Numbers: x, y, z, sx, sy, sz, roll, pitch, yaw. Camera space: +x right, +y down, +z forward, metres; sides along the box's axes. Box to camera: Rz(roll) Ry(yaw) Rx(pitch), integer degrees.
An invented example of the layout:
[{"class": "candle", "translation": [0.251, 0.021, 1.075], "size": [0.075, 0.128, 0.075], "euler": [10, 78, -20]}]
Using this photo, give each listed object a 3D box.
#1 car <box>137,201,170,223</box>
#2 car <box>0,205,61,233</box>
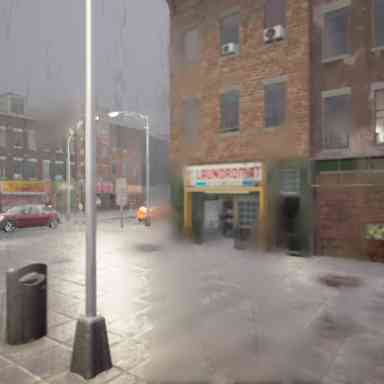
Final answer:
[{"class": "car", "translation": [-2.265, 1.482, 26.938], "size": [2.097, 1.767, 4.553], "euler": [0, 0, 36]}, {"class": "car", "translation": [-10.293, 1.523, 20.338], "size": [1.967, 1.590, 4.097], "euler": [-1, -1, 35]}]
